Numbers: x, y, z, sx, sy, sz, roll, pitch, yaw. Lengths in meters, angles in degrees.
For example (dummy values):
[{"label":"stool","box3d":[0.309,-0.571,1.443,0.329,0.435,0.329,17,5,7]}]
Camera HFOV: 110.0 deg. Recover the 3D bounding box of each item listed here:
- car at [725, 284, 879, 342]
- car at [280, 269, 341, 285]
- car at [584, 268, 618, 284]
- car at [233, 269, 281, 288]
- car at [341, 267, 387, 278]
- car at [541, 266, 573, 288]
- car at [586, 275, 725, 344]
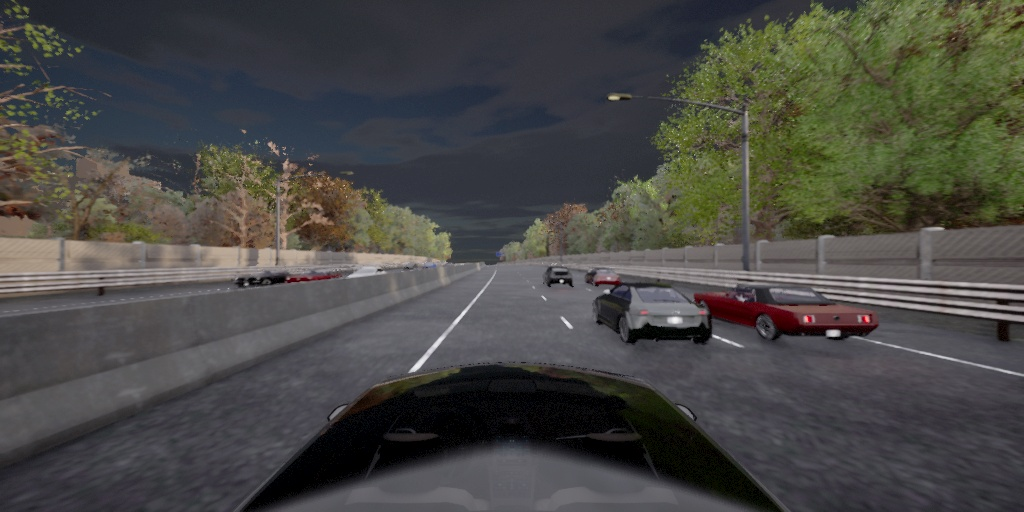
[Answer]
[{"label":"car","box3d":[7.066,1.439,10.111,1.895,1.301,4.718,0,-1,0]},{"label":"car","box3d":[-14.284,1.615,26.132,1.895,1.301,4.718,0,-1,-1]},{"label":"car","box3d":[6.889,1.592,27.621,1.994,1.385,4.181,0,-1,-1]},{"label":"car","box3d":[-17.793,1.617,26.206,1.895,1.301,4.718,0,-1,-1]},{"label":"car","box3d":[-10.789,1.550,27.148,1.812,1.442,4.674,0,-1,-1]},{"label":"car","box3d":[3.396,1.528,27.135,1.837,1.490,4.892,0,-1,-1]},{"label":"car","box3d":[3.564,1.401,9.862,1.994,1.385,4.181,0,-1,0]}]
